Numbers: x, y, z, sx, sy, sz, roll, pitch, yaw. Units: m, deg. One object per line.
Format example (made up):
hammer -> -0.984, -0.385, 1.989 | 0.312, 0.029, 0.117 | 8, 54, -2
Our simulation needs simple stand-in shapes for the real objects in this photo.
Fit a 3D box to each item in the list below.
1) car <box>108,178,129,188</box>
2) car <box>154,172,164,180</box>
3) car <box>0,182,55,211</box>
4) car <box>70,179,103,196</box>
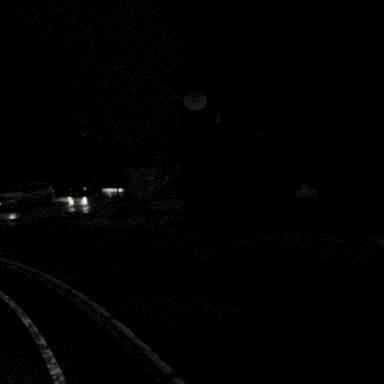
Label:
car -> -10.516, -1.333, 47.612 | 1.994, 1.385, 4.181 | 0, 6, 6
car -> -6.547, -3.262, 66.811 | 1.882, 1.535, 5.008 | 0, 5, -4
car -> -14.141, 0.281, 28.339 | 2.150, 2.045, 5.566 | 0, 6, 14
car -> -12.007, -0.568, 37.888 | 2.097, 1.767, 4.553 | 0, 6, 10
